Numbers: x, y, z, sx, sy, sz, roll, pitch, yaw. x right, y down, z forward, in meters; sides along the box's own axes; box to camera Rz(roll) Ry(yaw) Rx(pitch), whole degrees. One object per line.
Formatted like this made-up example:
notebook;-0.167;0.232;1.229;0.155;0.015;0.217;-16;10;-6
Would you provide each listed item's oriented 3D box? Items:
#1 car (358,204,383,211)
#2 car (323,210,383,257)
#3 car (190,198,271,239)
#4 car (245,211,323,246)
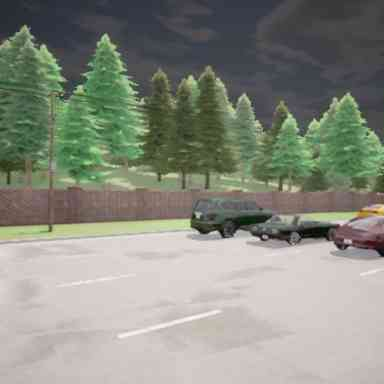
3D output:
car;16.089;1.798;28.222;5.008;1.535;1.882;0;0;-35
car;7.646;1.678;13.601;4.674;1.442;1.812;0;0;-35
car;2.500;1.363;18.545;5.566;2.045;2.150;0;0;-35
car;5.082;1.747;16.079;4.718;1.301;1.895;1;0;-35
